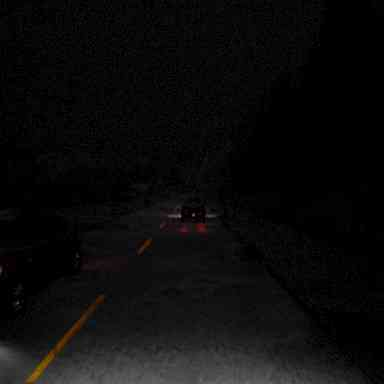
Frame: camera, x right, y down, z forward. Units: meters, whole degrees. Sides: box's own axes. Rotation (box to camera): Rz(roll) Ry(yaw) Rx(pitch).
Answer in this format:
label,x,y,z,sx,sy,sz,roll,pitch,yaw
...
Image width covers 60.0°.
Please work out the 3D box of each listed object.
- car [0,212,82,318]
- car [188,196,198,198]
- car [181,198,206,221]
label,x,y,z,sx,sy,sz,roll,pitch,yaw
car,-4.093,1.323,7.301,2.097,1.767,4.553,0,0,0
car,0.106,1.331,41.693,1.837,1.490,4.892,0,1,0
car,0.101,1.417,25.803,1.812,1.442,4.674,0,0,0
